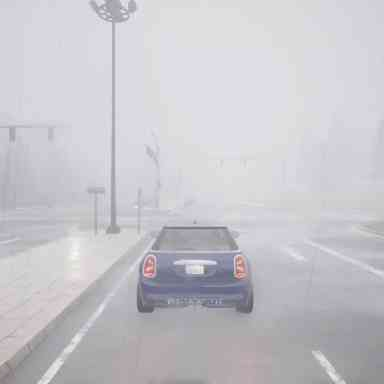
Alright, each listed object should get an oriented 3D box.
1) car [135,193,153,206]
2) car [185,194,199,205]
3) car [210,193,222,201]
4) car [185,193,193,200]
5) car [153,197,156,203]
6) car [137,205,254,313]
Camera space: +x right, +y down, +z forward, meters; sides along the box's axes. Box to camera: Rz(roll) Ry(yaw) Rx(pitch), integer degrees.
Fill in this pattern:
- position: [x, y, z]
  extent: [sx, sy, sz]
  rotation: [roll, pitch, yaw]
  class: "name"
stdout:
- position: [-8.285, 1.352, 55.997]
  extent: [2.097, 1.767, 4.553]
  rotation: [0, 0, -1]
  class: "car"
- position: [-0.176, 1.526, 54.640]
  extent: [1.812, 1.442, 4.674]
  rotation: [0, 0, -1]
  class: "car"
- position: [6.333, 1.215, 84.933]
  extent: [2.150, 2.045, 5.566]
  rotation: [0, 0, -1]
  class: "car"
- position: [-0.839, 1.189, 95.500]
  extent: [2.150, 2.045, 5.566]
  rotation: [0, 0, -1]
  class: "car"
- position: [-8.386, 1.547, 65.611]
  extent: [2.033, 1.411, 5.357]
  rotation: [0, 0, 0]
  class: "car"
- position: [0.069, 1.352, 7.821]
  extent: [2.097, 1.767, 4.553]
  rotation: [0, 0, 0]
  class: "car"
